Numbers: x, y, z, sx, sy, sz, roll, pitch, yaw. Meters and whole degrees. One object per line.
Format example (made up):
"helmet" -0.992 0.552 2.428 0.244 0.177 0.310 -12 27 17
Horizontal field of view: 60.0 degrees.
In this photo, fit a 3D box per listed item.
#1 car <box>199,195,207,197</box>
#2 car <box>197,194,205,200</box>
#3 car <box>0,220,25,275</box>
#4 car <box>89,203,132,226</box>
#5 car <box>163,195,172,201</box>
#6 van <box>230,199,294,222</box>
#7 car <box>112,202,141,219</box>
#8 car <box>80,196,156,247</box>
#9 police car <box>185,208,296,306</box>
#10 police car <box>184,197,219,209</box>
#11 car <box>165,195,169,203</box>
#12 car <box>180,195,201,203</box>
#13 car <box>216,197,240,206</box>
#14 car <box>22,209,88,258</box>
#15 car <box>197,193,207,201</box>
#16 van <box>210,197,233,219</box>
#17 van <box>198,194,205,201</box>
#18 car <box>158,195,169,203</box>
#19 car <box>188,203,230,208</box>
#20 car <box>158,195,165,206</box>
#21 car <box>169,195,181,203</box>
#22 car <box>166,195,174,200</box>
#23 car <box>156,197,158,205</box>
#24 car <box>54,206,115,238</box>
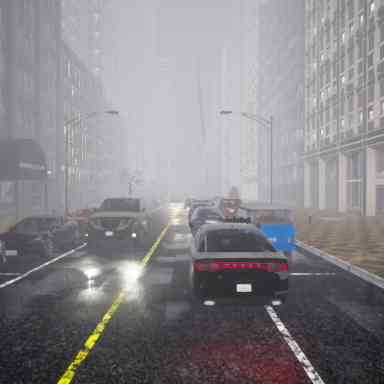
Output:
"car" 2.523 1.538 52.560 2.008 1.369 4.403 -1 0 0
"car" 2.400 1.414 92.346 1.967 1.590 4.097 -1 0 0
"car" -5.719 1.549 7.066 2.008 1.369 4.403 -1 0 0
"car" -5.772 1.545 24.117 2.008 1.369 4.403 -1 0 0
"car" -5.944 1.504 80.784 1.752 1.417 4.829 -1 0 0
"van" 2.642 1.338 12.775 1.690 1.788 3.998 -1 0 0
"car" -5.788 1.575 29.801 1.802 1.307 4.206 -1 0 0
"car" -3.147 1.218 15.371 2.150 2.045 5.566 0 0 0
"police car" 0.875 1.423 8.226 1.930 1.638 5.238 0 0 0
"police car" 0.693 1.419 24.250 1.930 1.638 5.238 0 0 1
"car" -5.893 1.566 63.902 1.802 1.307 4.206 -1 0 0
"car" -0.126 1.537 45.240 2.033 1.411 5.357 0 0 0
"car" 2.607 1.309 24.143 2.192 1.841 5.009 -1 0 0
"car" -5.736 1.563 12.750 1.947 1.339 4.313 -1 0 0
"car" 2.433 1.293 80.979 2.192 1.841 5.009 -1 0 0
"van" 2.590 1.334 29.826 1.690 1.788 3.998 -1 0 0
"van" 2.416 1.317 86.663 1.690 1.788 3.998 -1 0 0
"car" -5.911 1.422 69.586 1.967 1.590 4.097 -1 0 0
"car" 0.845 1.522 18.117 1.812 1.442 4.674 0 0 0
"car" -5.858 1.538 52.535 2.008 1.369 4.403 -1 0 0
"car" -3.201 1.584 66.661 1.895 1.301 4.718 0 0 0
"car" -5.980 1.540 92.321 1.947 1.339 4.313 -1 0 0
"car" -5.823 1.541 41.168 2.008 1.369 4.403 -1 0 0
"car" -5.754 1.540 18.433 1.887 1.381 4.507 -1 0 0
